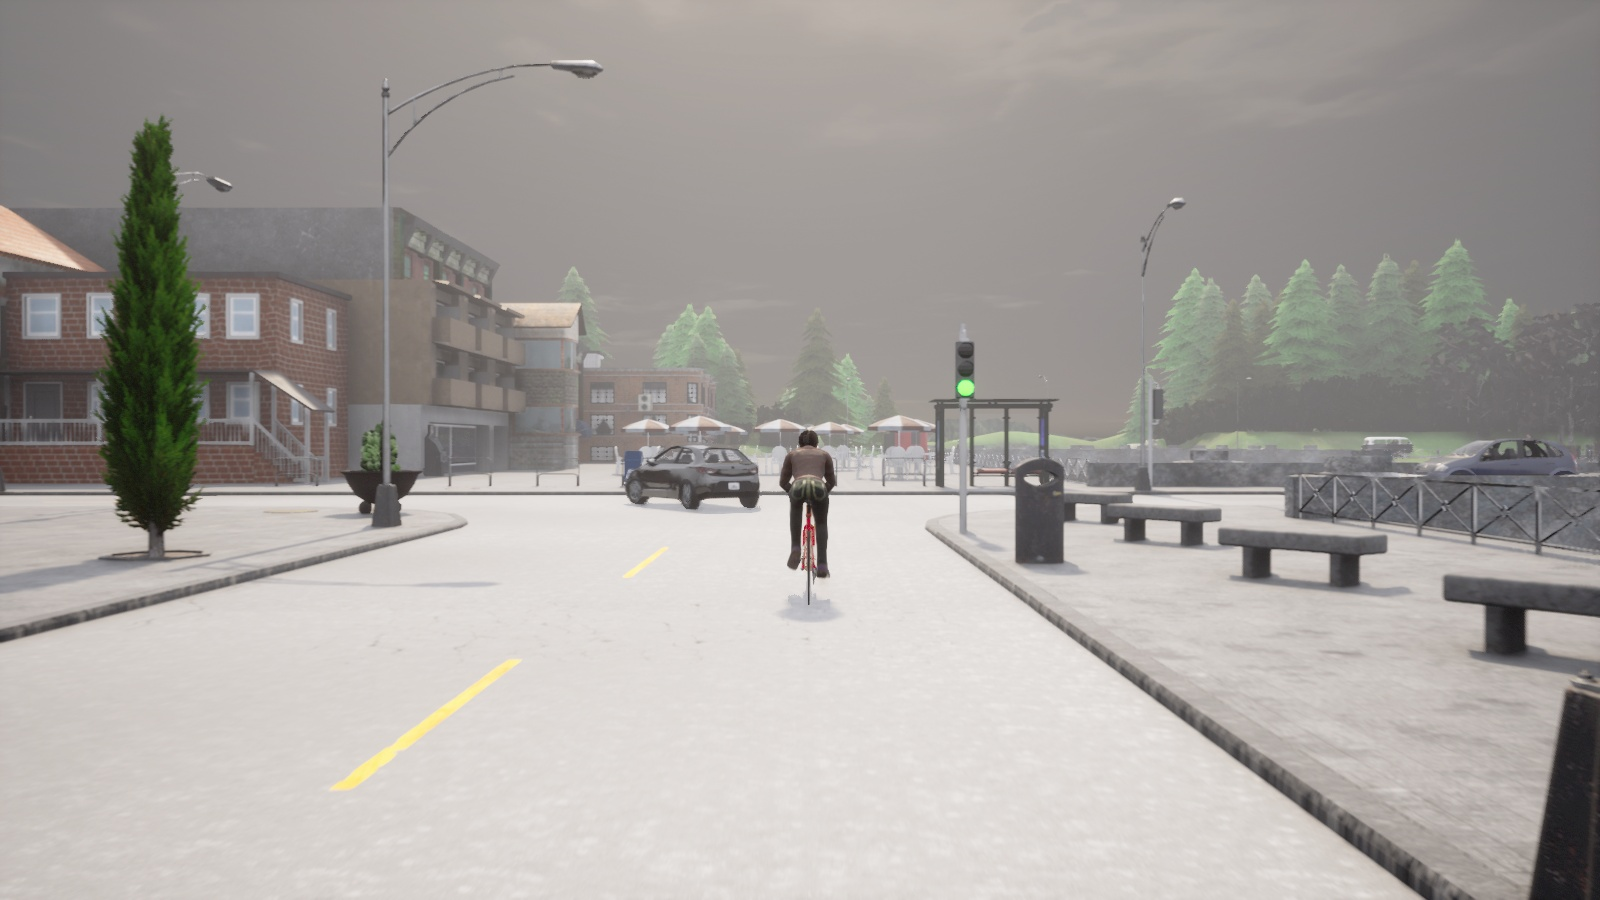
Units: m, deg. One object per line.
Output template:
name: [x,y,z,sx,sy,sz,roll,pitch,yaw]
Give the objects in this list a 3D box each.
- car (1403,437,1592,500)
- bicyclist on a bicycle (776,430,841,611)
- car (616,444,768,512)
car: [18.534,0.471,33.499,3.988,1.617,1.851,0,0,0]
bicyclist on a bicycle: [0.082,0.631,12.101,0.582,1.620,1.656,0,0,0]
car: [-2.611,0.592,29.507,1.816,1.474,4.193,0,0,-33]
